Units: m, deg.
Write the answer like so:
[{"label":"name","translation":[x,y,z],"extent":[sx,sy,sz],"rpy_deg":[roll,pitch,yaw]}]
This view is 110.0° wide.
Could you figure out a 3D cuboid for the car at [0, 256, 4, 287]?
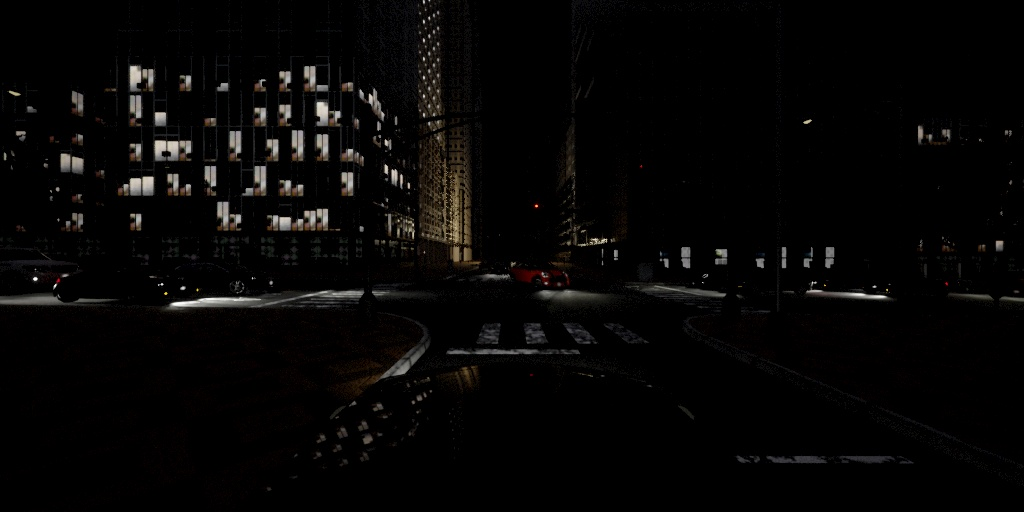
[{"label":"car","translation":[-23.691,0.832,13.773],"extent":[4.902,1.511,2.128],"rpy_deg":[1,0,-3]}]

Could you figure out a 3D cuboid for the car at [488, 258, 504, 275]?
[{"label":"car","translation":[-1.401,1.291,40.266],"extent":[1.812,1.442,4.674],"rpy_deg":[0,0,0]}]

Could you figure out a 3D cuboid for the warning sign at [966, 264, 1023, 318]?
[{"label":"warning sign","translation":[17.306,1.204,12.804],"extent":[1.060,1.860,1.300],"rpy_deg":[0,0,-2]}]

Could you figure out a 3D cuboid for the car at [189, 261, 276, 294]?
[{"label":"car","translation":[-14.246,1.004,17.443],"extent":[4.902,1.511,2.128],"rpy_deg":[1,0,-3]}]

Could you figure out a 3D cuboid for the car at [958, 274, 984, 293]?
[{"label":"car","translation":[33.780,1.980,26.229],"extent":[4.718,1.301,1.895],"rpy_deg":[1,0,-3]}]

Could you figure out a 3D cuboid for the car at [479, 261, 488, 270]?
[{"label":"car","translation":[-3.885,1.342,52.159],"extent":[1.802,1.307,4.207],"rpy_deg":[0,0,0]}]

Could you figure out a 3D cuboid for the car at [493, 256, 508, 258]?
[{"label":"car","translation":[-1.422,0.978,58.141],"extent":[2.150,2.045,5.566],"rpy_deg":[0,0,0]}]

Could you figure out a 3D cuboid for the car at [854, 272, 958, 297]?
[{"label":"car","translation":[24.723,1.782,22.588],"extent":[4.181,1.385,1.994],"rpy_deg":[1,0,-3]}]

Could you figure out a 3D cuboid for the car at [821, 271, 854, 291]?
[{"label":"car","translation":[23.686,1.763,25.810],"extent":[4.181,1.385,1.994],"rpy_deg":[1,0,-5]}]

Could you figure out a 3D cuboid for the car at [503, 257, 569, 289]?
[{"label":"car","translation":[1.661,1.127,23.378],"extent":[2.097,1.767,4.553],"rpy_deg":[1,0,-31]}]

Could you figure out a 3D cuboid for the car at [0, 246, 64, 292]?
[{"label":"car","translation":[-24.086,0.553,17.005],"extent":[5.566,2.045,2.150],"rpy_deg":[1,0,-2]}]

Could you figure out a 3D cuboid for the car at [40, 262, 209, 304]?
[{"label":"car","translation":[-15.044,1.063,14.147],"extent":[4.181,1.385,1.994],"rpy_deg":[1,0,-2]}]

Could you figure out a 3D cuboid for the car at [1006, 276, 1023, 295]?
[{"label":"car","translation":[34.486,1.745,23.005],"extent":[4.553,1.767,2.097],"rpy_deg":[1,0,-2]}]

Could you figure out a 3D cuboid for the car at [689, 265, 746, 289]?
[{"label":"car","translation":[15.064,1.396,25.418],"extent":[4.553,1.767,2.097],"rpy_deg":[1,0,-3]}]

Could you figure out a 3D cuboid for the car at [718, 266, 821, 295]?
[{"label":"car","translation":[15.856,1.564,22.211],"extent":[4.892,1.490,1.837],"rpy_deg":[1,0,-4]}]
